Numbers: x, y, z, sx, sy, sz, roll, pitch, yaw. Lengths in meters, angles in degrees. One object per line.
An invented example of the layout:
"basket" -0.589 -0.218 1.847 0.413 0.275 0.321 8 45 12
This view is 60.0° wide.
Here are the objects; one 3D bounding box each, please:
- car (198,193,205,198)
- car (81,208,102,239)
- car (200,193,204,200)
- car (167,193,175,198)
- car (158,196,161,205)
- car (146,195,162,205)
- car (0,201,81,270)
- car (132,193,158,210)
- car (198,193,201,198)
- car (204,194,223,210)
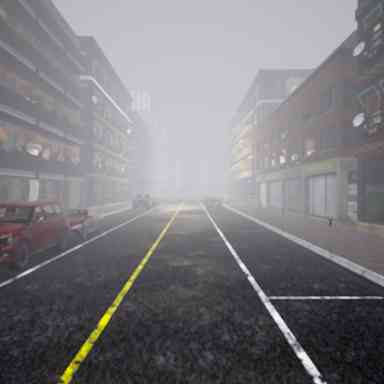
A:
"car" 2.638 0.942 95.701 1.752 1.417 4.829 0 0 0
"car" -5.699 1.484 16.625 1.802 1.307 4.206 0 0 0
"car" 2.663 1.241 50.443 1.887 1.381 4.507 0 0 0
"car" -5.740 1.005 89.894 2.008 1.369 4.403 0 0 0
"car" -5.714 1.172 44.805 1.967 1.590 4.097 0 0 0
"car" -5.718 1.242 50.443 1.887 1.381 4.507 0 0 0
"car" -5.694 1.250 10.987 2.192 1.841 5.009 0 0 0
"car" -5.710 1.081 39.169 2.192 1.841 5.009 0 0 0
"car" 2.650 1.109 72.987 2.008 1.369 4.403 0 0 0
"car" 2.669 1.289 39.341 1.752 1.417 4.829 0 0 0
